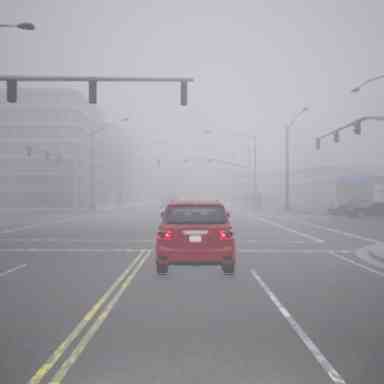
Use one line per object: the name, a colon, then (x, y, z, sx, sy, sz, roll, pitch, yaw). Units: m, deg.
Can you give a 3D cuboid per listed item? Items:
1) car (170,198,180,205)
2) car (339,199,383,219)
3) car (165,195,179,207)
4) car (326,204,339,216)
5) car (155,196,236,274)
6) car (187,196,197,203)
car: (-3.516, 1.883, 69.450, 1.994, 1.385, 4.181, 0, 0, 0)
car: (16.604, 1.622, 30.413, 5.008, 1.535, 1.882, 0, 0, 1)
car: (-3.564, 1.505, 59.585, 2.150, 2.045, 5.566, 0, 0, 0)
car: (16.149, 1.513, 33.921, 4.553, 1.767, 2.097, 0, 0, 0)
car: (0.109, 1.272, 10.865, 2.150, 2.045, 5.566, 0, -1, 0)
car: (-0.019, 1.711, 78.257, 2.128, 1.511, 4.902, 0, 0, 0)
